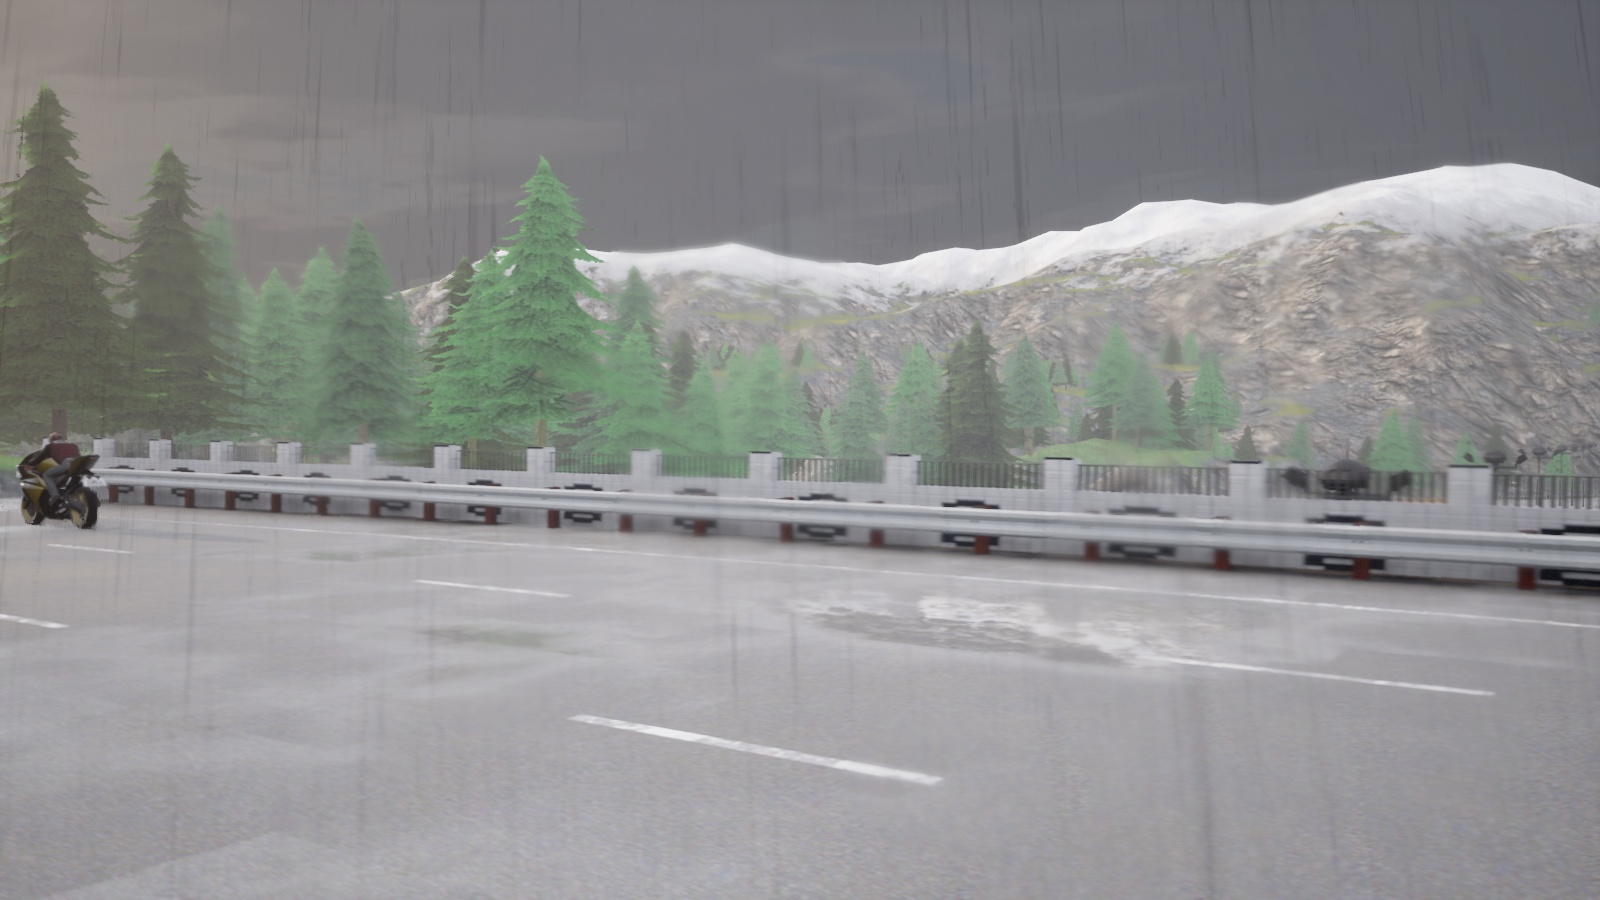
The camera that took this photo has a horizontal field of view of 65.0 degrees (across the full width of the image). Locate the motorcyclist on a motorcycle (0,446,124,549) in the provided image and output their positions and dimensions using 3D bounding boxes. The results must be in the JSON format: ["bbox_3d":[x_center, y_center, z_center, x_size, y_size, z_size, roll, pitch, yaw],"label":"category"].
[{"bbox_3d":[-11.688,0.718,19.795,2.191,1.530,0.866,-1,1,34],"label":"motorcyclist on a motorcycle"}]
